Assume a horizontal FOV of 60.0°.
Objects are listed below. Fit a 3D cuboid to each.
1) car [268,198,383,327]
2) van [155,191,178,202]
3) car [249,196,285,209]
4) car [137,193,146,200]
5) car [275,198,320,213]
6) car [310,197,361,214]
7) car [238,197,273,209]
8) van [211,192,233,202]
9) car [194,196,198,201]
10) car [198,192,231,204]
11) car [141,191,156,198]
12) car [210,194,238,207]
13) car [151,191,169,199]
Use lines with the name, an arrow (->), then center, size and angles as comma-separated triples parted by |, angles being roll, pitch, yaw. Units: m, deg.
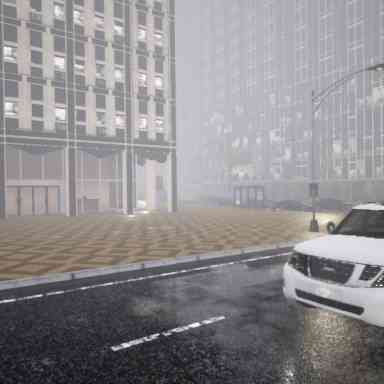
car -> 4.313, 1.219, 6.791 | 5.566, 2.045, 2.150 | 0, 0, -36
van -> -4.790, 0.933, 59.094 | 1.690, 1.788, 3.998 | 0, 1, -35
car -> 9.578, 1.313, 42.773 | 1.994, 1.385, 4.181 | -1, 1, -35
car -> -11.236, 1.036, 68.459 | 2.008, 1.369, 4.403 | 0, 1, -35
car -> 11.217, 1.420, 35.615 | 1.947, 1.339, 4.313 | -1, 1, -35
car -> 14.976, 1.361, 34.936 | 1.812, 1.442, 4.674 | -1, 1, -34
car -> 8.008, 1.384, 40.309 | 1.802, 1.307, 4.206 | -1, 1, -35
van -> 5.335, 0.851, 59.162 | 1.690, 1.788, 3.998 | -1, 1, -35
car -> 2.113, 1.039, 63.847 | 1.802, 1.307, 4.206 | -1, 1, -35
car -> 3.688, 1.201, 51.348 | 2.033, 1.411, 5.357 | -1, 1, -34
car -> -10.779, 0.681, 82.571 | 1.967, 1.590, 4.097 | 0, 1, -35
car -> 4.834, 1.316, 45.023 | 1.947, 1.339, 4.313 | -1, 1, -35
car -> -7.556, 0.610, 77.888 | 2.192, 1.841, 5.009 | 0, 1, -35
